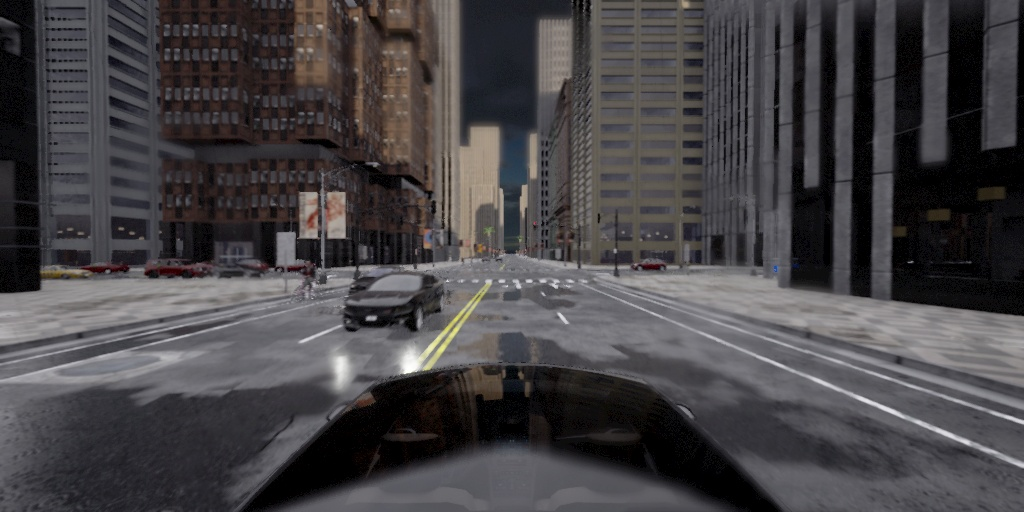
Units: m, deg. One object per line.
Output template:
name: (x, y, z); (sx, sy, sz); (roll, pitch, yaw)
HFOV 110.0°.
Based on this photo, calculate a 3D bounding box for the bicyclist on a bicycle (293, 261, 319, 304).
bicyclist on a bicycle: (-8.756, 1.104, 15.274); (0.659, 1.776, 1.843); (0, 0, 0)

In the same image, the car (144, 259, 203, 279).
car: (-30.165, 1.177, 32.428); (5.009, 1.841, 2.192); (0, 0, 0)

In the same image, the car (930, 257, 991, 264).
car: (43.824, 1.150, 35.434); (4.097, 1.591, 1.967); (0, 0, 0)

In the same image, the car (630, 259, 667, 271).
car: (16.664, 1.043, 44.100); (4.097, 1.591, 1.967); (0, 0, 0)

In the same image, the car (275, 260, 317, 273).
car: (-24.745, 1.151, 40.957); (4.097, 1.591, 1.967); (0, 0, 0)

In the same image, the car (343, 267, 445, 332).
car: (-3.345, 1.217, 11.048); (1.882, 1.535, 5.008); (0, 0, 0)

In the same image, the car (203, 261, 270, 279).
car: (-24.739, 1.410, 32.433); (4.313, 1.339, 1.948); (0, 0, 0)

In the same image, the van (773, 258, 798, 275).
van: (27.504, 1.065, 35.519); (3.998, 1.789, 1.690); (0, 0, 0)

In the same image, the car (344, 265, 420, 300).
car: (-6.561, 1.275, 18.839); (2.033, 1.411, 5.357); (0, 0, 0)

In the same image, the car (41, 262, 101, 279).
car: (-40.847, 1.426, 32.418); (4.829, 1.417, 1.751); (0, 0, 0)

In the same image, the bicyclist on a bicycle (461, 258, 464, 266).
bicyclist on a bicycle: (-8.773, 1.119, 63.677); (0.582, 1.620, 1.656); (0, 0, 0)

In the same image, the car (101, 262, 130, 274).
car: (-46.444, 1.333, 40.936); (4.507, 1.381, 1.888); (0, 0, 0)
